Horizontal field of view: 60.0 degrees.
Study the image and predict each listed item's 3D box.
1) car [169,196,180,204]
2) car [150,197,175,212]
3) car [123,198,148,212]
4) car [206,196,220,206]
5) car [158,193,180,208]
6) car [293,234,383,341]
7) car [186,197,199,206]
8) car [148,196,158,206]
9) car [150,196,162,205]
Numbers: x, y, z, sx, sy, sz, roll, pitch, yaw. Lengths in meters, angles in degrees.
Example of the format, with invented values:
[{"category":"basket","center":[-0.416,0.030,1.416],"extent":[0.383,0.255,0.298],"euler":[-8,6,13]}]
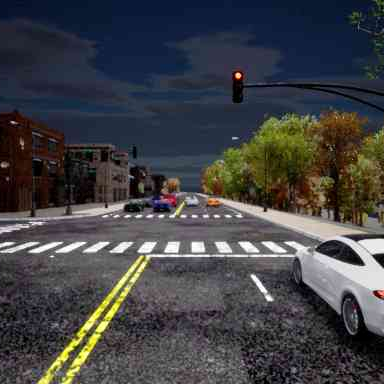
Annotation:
[{"category":"car","center":[-3.366,1.557,64.124],"extent":[1.994,1.385,4.181],"euler":[0,0,0]},{"category":"car","center":[-3.353,1.595,38.429],"extent":[1.895,1.301,4.718],"euler":[0,0,0]},{"category":"car","center":[-6.603,1.595,38.420],"extent":[1.895,1.301,4.718],"euler":[0,0,0]},{"category":"car","center":[3.314,1.345,53.106],"extent":[2.097,1.767,4.553],"euler":[0,0,0]},{"category":"car","center":[-3.384,1.214,49.567],"extent":[2.150,2.045,5.566],"euler":[0,0,-1]},{"category":"car","center":[3.352,1.525,6.343],"extent":[1.812,1.442,4.674],"euler":[0,0,2]},{"category":"car","center":[0.047,1.519,54.394],"extent":[1.812,1.442,4.674],"euler":[0,0,0]},{"category":"car","center":[-6.625,1.541,49.111],"extent":[2.033,1.411,5.357],"euler":[0,0,0]},{"category":"car","center":[-6.622,1.519,61.462],"extent":[1.812,1.442,4.674],"euler":[0,0,0]}]
